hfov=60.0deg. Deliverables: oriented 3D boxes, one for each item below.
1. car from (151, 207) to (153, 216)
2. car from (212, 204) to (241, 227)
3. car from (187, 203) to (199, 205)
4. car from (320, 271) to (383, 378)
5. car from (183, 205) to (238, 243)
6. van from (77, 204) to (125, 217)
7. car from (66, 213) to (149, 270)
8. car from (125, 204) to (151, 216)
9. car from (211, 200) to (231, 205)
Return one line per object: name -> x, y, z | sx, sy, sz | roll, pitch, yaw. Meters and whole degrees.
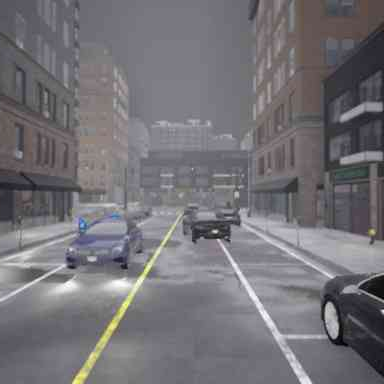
car -> -5.366, 2.009, 36.552 | 1.947, 1.339, 4.313 | 0, -1, 0
car -> 2.652, 1.872, 25.223 | 1.947, 1.339, 4.313 | 0, -1, 0
car -> 0.109, 1.939, 35.824 | 1.837, 1.490, 4.892 | 0, -1, 0
car -> 3.022, 1.549, 3.613 | 1.837, 1.490, 4.892 | 0, -1, 0
car -> 0.671, 1.692, 17.631 | 1.882, 1.535, 5.008 | 0, -1, -9
van -> -5.376, 1.579, 19.570 | 1.690, 1.788, 3.998 | 0, -1, 0
car -> -2.830, 1.669, 11.738 | 1.812, 1.442, 4.674 | 0, -1, 0
car -> -5.369, 1.925, 30.890 | 2.008, 1.369, 4.403 | 0, -1, 0
car -> 2.656, 1.689, 30.888 | 2.192, 1.841, 5.009 | 0, -1, 0
